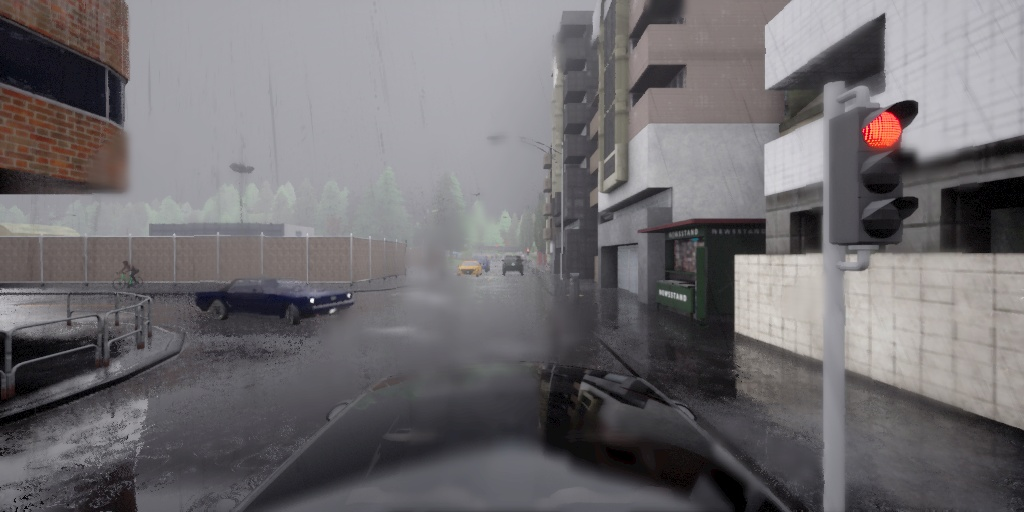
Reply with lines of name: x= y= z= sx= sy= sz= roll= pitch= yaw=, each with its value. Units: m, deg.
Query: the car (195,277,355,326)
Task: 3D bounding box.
car: x=-7.510 y=1.351 z=11.487 sx=4.718 sy=1.301 sz=1.895 roll=0 pitch=0 yaw=17

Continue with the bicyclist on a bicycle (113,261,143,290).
bicyclist on a bicycle: x=-22.177 y=1.099 z=20.723 sx=0.582 sy=1.620 sz=1.656 roll=0 pitch=0 yaw=0

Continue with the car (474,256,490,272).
car: x=-4.072 y=0.971 z=46.517 sx=2.150 sy=2.045 sz=5.566 roll=0 pitch=0 yaw=0

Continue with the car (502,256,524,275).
car: x=0.102 y=0.971 z=39.992 sx=2.150 sy=2.045 sz=5.566 roll=0 pitch=0 yaw=0

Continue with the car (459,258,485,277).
car: x=-4.105 y=1.227 z=35.815 sx=1.882 sy=1.535 sz=5.008 roll=0 pitch=0 yaw=0
